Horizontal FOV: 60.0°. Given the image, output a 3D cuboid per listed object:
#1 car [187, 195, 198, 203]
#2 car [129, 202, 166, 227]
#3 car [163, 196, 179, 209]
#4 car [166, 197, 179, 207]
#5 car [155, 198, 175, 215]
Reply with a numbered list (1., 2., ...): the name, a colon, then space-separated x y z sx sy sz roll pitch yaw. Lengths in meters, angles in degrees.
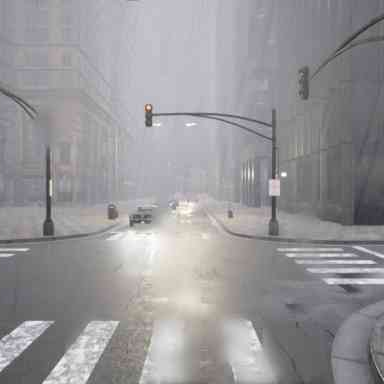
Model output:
1. car: 0.084 1.366 69.632 2.097 1.767 4.553 0 0 0
2. car: -3.105 1.601 23.160 1.895 1.301 4.718 0 0 0
3. car: -3.106 1.354 43.104 2.097 1.767 4.553 0 0 0
4. car: -3.064 1.531 53.145 1.812 1.442 4.674 0 0 1
5. car: -3.101 1.564 33.102 1.994 1.385 4.181 0 0 0
